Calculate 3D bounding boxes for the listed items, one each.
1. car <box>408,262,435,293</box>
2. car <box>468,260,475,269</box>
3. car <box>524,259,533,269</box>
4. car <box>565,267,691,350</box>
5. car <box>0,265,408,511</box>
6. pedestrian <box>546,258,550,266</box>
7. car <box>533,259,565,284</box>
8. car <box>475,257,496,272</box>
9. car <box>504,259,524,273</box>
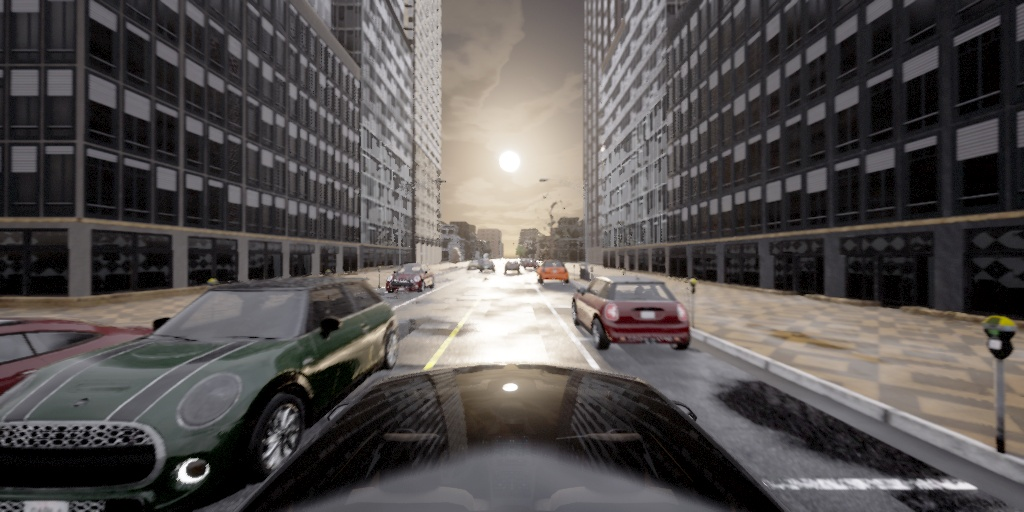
[{"bbox_3d":[-5.686,1.189,20.453,1.967,1.591,4.097,0,0,0],"label":"car"},{"bbox_3d":[-5.679,1.266,54.436,1.751,1.417,4.829,0,0,0],"label":"car"},{"bbox_3d":[2.702,1.180,54.589,1.967,1.591,4.097,0,0,0],"label":"car"},{"bbox_3d":[2.692,1.190,9.052,1.967,1.591,4.097,0,0,0],"label":"car"},{"bbox_3d":[-3.100,1.102,4.629,2.097,1.767,4.553,0,0,0],"label":"car"},{"bbox_3d":[3.006,1.041,30.169,0.375,1.860,0.375,0,0,-2],"label":"pedestrian"},{"bbox_3d":[3.005,1.099,27.358,2.097,1.767,4.553,0,0,0],"label":"car"},{"bbox_3d":[-3.073,1.234,45.223,2.128,1.511,4.902,0,0,0],"label":"car"},{"bbox_3d":[0.032,1.237,42.413,2.128,1.511,4.902,0,0,1],"label":"car"}]
